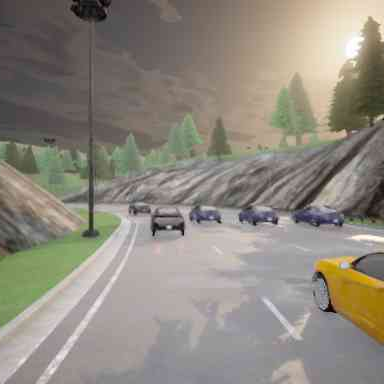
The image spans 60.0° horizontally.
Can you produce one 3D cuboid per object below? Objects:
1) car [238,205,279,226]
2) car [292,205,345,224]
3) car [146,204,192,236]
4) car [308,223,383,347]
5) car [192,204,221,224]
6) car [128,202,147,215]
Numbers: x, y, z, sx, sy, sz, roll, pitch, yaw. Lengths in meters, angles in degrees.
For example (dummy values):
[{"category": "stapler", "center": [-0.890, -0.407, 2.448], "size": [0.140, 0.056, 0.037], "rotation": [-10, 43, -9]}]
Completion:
[{"category": "car", "center": [4.824, 1.661, 24.551], "size": [1.812, 1.442, 4.674], "rotation": [0, 0, -10]}, {"category": "car", "center": [8.617, 1.634, 22.976], "size": [1.812, 1.442, 4.674], "rotation": [0, 0, -8]}, {"category": "car", "center": [-1.496, 1.623, 19.565], "size": [2.128, 1.511, 4.902], "rotation": [0, 0, -8]}, {"category": "car", "center": [3.416, 1.493, 4.717], "size": [1.882, 1.535, 5.008], "rotation": [0, 0, -2]}, {"category": "car", "center": [0.969, 1.688, 26.126], "size": [1.812, 1.442, 4.674], "rotation": [0, 0, -11]}, {"category": "car", "center": [-5.882, 1.788, 37.003], "size": [1.812, 1.442, 4.674], "rotation": [0, 0, -22]}]
